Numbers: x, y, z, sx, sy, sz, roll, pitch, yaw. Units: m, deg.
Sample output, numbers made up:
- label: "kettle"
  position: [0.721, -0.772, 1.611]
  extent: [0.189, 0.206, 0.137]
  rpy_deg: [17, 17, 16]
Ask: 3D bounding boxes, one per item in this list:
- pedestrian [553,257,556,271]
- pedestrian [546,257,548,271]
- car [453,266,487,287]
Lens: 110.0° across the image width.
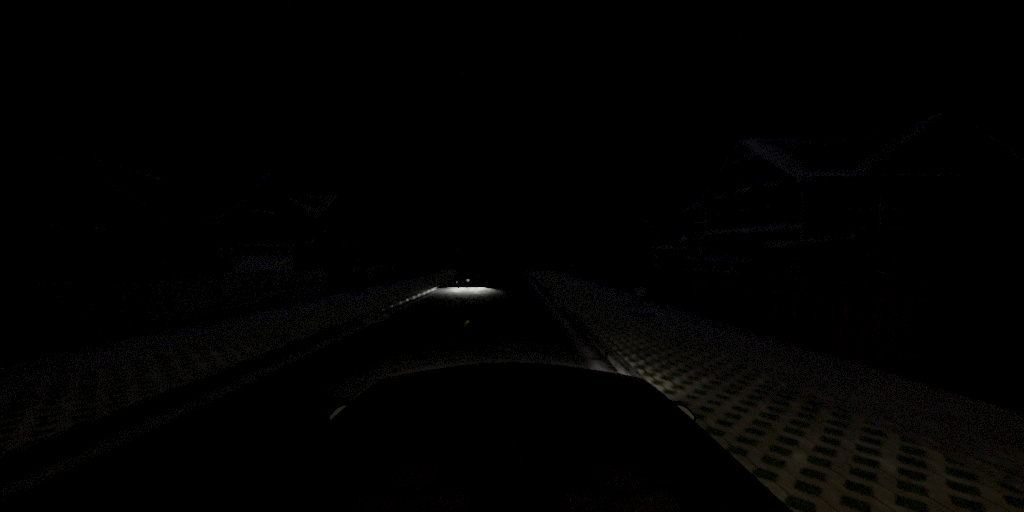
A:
- label: "pedestrian"
  position: [5.510, 1.012, 47.004]
  extent: [0.375, 1.860, 0.375]
  rpy_deg: [-1, 1, 0]
- label: "pedestrian"
  position: [4.510, 1.010, 46.404]
  extent: [0.375, 1.860, 0.375]
  rpy_deg: [-1, 1, 0]
- label: "car"
  position: [-2.846, 1.380, 25.095]
  extent: [1.994, 1.385, 4.181]
  rpy_deg: [0, 0, 0]
